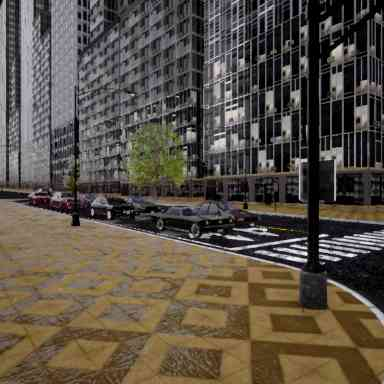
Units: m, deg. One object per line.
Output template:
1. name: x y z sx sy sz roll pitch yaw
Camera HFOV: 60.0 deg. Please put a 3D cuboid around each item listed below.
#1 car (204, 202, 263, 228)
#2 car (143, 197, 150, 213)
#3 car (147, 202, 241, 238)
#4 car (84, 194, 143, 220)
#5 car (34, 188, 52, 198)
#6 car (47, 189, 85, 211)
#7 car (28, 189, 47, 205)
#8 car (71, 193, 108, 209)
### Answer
1. car: 1.636 1.289 19.691 2.033 1.411 5.357 0 1 -36
2. car: -4.636 1.104 27.625 2.033 1.411 5.357 0 1 -37
3. car: -0.088 1.372 16.572 1.895 1.301 4.718 0 1 -38
4. car: -5.678 1.110 23.683 1.837 1.490 4.892 0 1 -38
5. car: -28.493 0.111 63.707 2.097 1.767 4.553 0 1 -38
6. car: -11.794 0.776 31.484 2.097 1.767 4.553 0 1 -38
7. car: -18.103 0.712 39.606 1.882 1.535 5.008 0 1 -37
8. car: -11.140 0.911 35.924 2.033 1.411 5.357 0 1 -38
